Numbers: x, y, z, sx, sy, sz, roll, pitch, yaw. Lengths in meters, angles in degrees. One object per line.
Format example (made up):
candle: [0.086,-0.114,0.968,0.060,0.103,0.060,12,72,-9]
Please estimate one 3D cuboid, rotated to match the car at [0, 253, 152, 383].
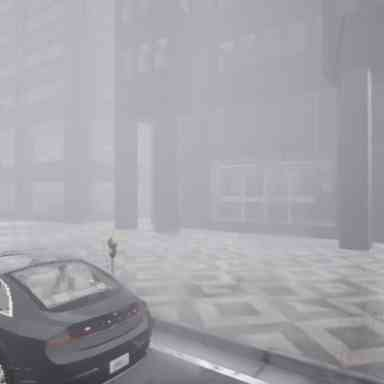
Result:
car: [-2.544,1.573,4.774,4.403,1.369,2.008,0,0,35]
